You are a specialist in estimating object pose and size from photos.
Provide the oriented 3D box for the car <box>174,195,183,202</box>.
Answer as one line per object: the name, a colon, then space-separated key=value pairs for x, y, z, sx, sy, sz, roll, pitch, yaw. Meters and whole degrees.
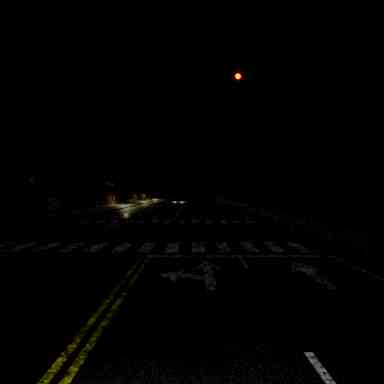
car: x=-3.154 y=1.432 z=76.183 sx=1.882 sy=1.535 sz=5.008 roll=0 pitch=0 yaw=0
